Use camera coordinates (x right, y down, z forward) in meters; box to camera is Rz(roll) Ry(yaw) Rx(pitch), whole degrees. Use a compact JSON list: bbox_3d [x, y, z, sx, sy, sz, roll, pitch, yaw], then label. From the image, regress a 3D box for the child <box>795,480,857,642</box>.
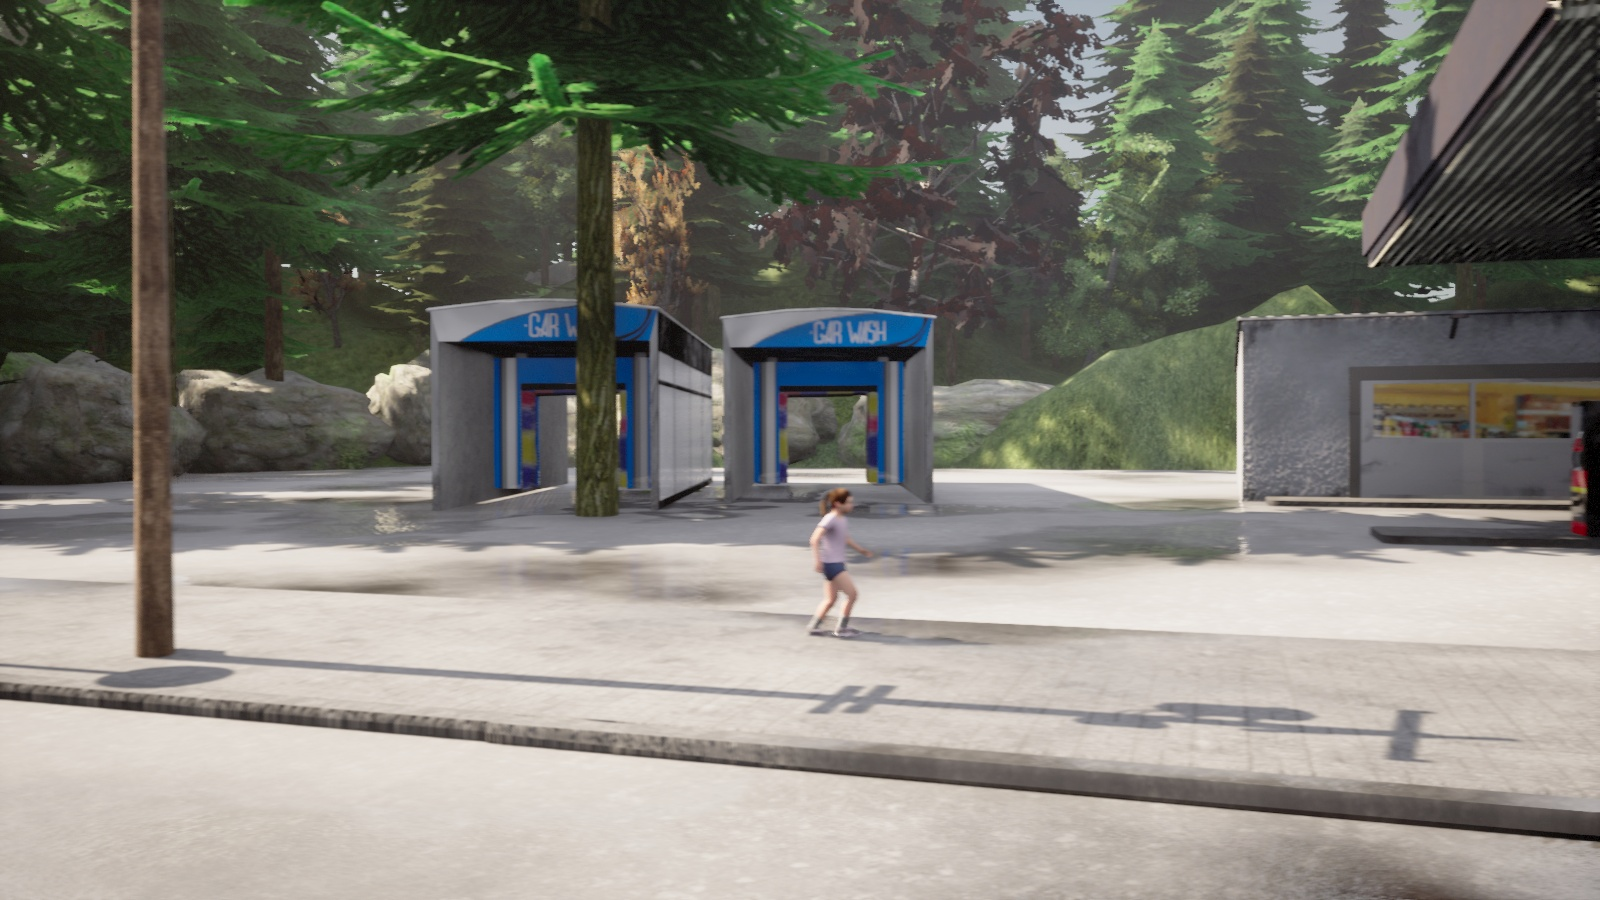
[{"bbox_3d":[0.183,0.775,8.888,0.394,1.110,0.255,0,1,11],"label":"child"}]
